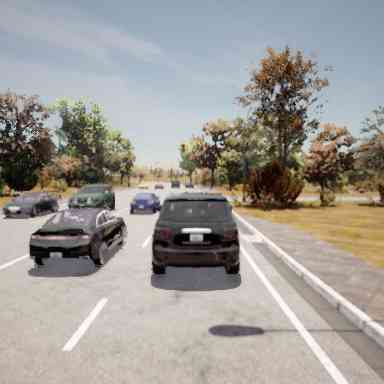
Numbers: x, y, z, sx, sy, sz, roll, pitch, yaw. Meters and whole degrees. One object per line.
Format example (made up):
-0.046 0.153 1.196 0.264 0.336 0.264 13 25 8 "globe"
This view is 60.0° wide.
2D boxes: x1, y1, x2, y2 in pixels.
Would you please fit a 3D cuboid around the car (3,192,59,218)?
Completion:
-10.563 0.799 22.153 2.128 1.511 4.902 0 2 0 "car"

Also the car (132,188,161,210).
-3.403 0.732 24.583 1.812 1.442 4.674 0 2 0 "car"

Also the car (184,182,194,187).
-0.564 -1.656 82.763 1.812 1.442 4.674 0 2 -2 "car"

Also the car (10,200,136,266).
-3.402 1.266 10.736 2.128 1.511 4.902 0 2 0 "car"

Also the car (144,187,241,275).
0.092 1.018 9.984 2.150 2.045 5.566 0 2 0 "car"

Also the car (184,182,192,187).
-1.057 -2.137 92.933 1.994 1.385 4.181 0 2 -3 "car"

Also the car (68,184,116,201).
-7.049 0.450 24.076 2.150 2.045 5.566 0 2 0 "car"

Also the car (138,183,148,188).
-10.782 -1.331 73.705 1.882 1.535 5.008 0 2 -1 "car"

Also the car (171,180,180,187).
-4.051 -1.948 82.306 2.150 2.045 5.566 0 2 -2 "car"

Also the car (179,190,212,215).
0.133 0.693 24.711 2.128 1.511 4.902 0 2 -3 "car"

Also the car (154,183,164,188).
-7.285 -1.263 73.868 1.994 1.385 4.181 0 2 -1 "car"
